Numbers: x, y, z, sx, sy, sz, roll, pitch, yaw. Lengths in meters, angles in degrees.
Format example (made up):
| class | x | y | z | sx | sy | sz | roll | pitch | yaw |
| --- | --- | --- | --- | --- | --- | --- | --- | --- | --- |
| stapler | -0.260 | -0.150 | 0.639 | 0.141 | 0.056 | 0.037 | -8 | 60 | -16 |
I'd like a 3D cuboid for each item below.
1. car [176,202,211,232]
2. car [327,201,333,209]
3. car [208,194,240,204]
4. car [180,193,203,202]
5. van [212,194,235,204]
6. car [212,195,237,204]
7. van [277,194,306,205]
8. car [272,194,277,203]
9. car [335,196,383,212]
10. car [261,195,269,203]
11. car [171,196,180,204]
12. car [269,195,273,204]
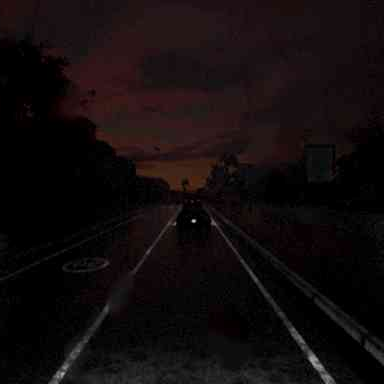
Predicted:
| class | x | y | z | sx | sy | sz | roll | pitch | yaw |
| --- | --- | --- | --- | --- | --- | --- | --- | --- | --- |
| car | 0.099 | 1.541 | 20.080 | 1.994 | 1.385 | 4.181 | 0 | 0 | 0 |
| car | 18.685 | 1.436 | 39.845 | 4.674 | 1.452 | 2.002 | 0 | 0 | 0 |
| car | 6.090 | 1.510 | 61.186 | 5.366 | 1.575 | 1.946 | 0 | -1 | 0 |
| car | 0.085 | 1.138 | 40.691 | 2.150 | 2.045 | 5.566 | 0 | 1 | 1 |
| van | 6.343 | 1.393 | 67.147 | 4.442 | 1.987 | 1.878 | 0 | -1 | 0 |
| car | 6.282 | 1.433 | 64.108 | 4.553 | 1.767 | 2.185 | 0 | -1 | 0 |
| van | 18.431 | 1.282 | 60.641 | 4.442 | 1.987 | 1.878 | 0 | -1 | 0 |
| car | 18.710 | 1.548 | 63.434 | 5.366 | 1.575 | 1.946 | 0 | -1 | 0 |
| car | 18.756 | 1.273 | 36.675 | 4.553 | 1.767 | 2.185 | 0 | 0 | 0 |
| car | 18.429 | 1.472 | 71.814 | 5.566 | 2.045 | 2.435 | 0 | -2 | -1 |
| car | -3.315 | 1.740 | 71.617 | 1.837 | 1.490 | 4.892 | 0 | -1 | 0 |
| car | 18.689 | 1.596 | 66.095 | 5.366 | 1.575 | 1.946 | 0 | -1 | 0 |
